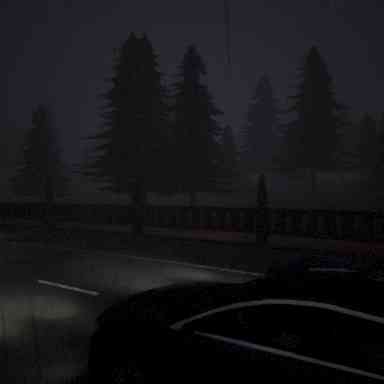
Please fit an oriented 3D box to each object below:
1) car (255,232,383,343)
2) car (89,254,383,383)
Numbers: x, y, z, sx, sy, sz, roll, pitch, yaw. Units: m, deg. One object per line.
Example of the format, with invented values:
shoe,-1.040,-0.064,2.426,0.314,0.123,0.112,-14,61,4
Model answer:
car,3.636,1.582,5.539,4.718,1.301,1.895,0,0,35
car,1.101,1.481,3.035,4.902,1.511,2.128,0,0,35
